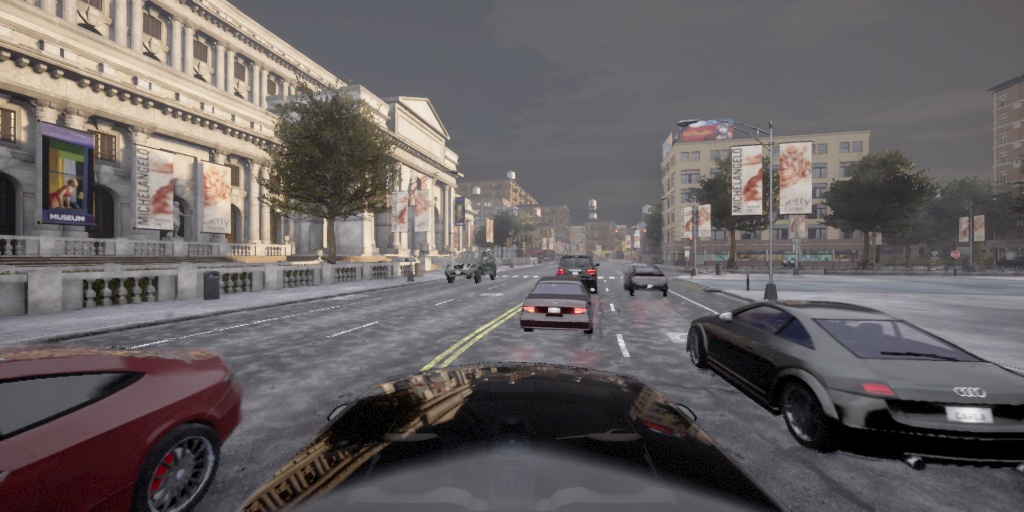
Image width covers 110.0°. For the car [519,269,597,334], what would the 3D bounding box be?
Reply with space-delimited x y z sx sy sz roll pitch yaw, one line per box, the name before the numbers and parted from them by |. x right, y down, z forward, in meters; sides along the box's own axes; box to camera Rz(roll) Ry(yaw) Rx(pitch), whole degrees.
car | 1.473 1.297 10.734 2.033 1.411 5.357 0 0 11

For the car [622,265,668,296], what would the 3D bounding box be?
car | 7.121 1.241 19.393 2.128 1.511 4.902 0 0 13

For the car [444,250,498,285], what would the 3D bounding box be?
car | -2.606 0.629 24.387 2.150 2.045 5.566 0 0 14

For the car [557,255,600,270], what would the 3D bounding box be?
car | 3.821 0.971 20.710 2.150 2.045 5.566 0 0 14

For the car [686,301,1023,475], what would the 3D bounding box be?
car | 4.106 1.315 5.039 1.994 1.385 4.181 0 0 6

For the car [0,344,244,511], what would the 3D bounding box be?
car | -3.428 1.276 1.462 1.812 1.442 4.674 0 0 2
